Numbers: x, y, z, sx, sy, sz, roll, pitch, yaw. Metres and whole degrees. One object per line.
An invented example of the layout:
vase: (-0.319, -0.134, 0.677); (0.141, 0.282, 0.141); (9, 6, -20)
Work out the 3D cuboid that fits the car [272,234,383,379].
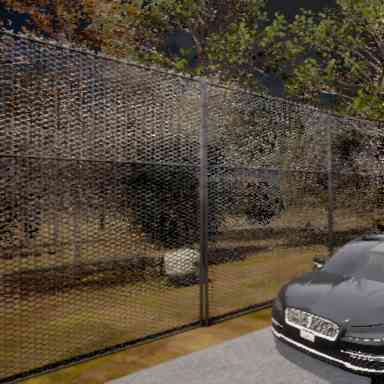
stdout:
car: (3.393, 1.512, 5.481); (4.892, 1.490, 1.837); (0, 0, -35)
